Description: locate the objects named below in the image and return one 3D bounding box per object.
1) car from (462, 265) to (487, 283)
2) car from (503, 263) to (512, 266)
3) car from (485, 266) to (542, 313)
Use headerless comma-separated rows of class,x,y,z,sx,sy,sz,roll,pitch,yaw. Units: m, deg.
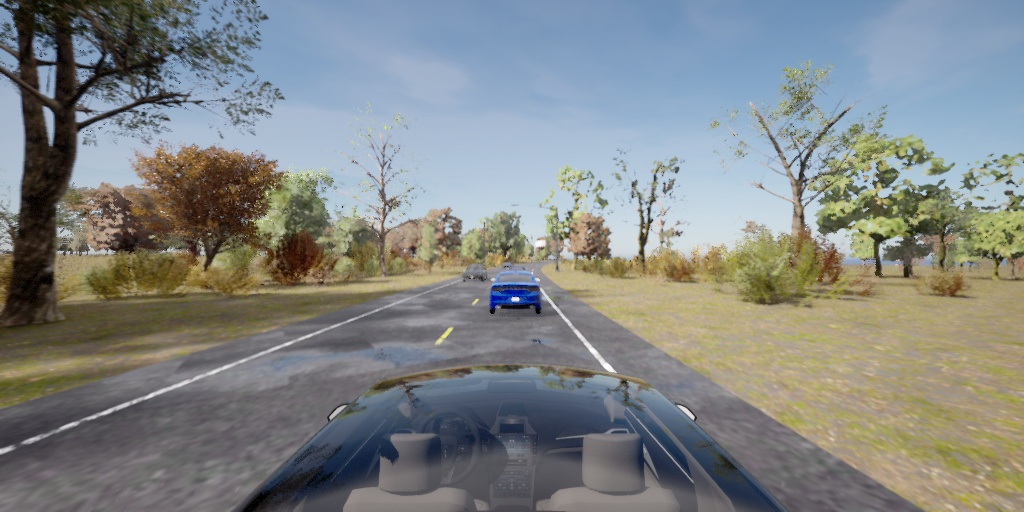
car,-3.225,1.525,31.918,1.837,1.490,4.892,0,-1,2
car,0.501,1.593,32.845,1.994,1.385,4.181,0,-1,2
car,0.142,1.344,14.687,1.882,1.535,5.008,0,0,1
